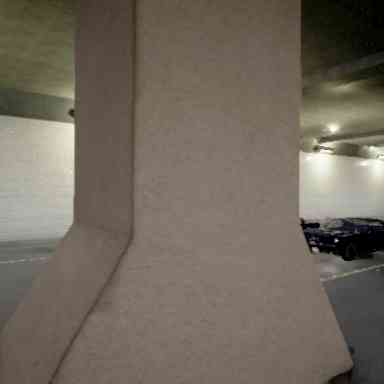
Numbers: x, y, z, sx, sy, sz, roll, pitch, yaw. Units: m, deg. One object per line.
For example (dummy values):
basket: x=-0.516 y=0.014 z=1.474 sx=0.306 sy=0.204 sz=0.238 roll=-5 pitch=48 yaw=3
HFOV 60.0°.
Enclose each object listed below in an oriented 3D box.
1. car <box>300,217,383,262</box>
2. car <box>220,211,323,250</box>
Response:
car: x=5.942 y=1.638 z=12.459 sx=4.718 sy=1.301 sz=1.895 roll=0 pitch=0 yaw=-35
car: x=3.709 y=1.627 z=15.166 sx=4.718 sy=1.301 sz=1.895 roll=0 pitch=0 yaw=-35
